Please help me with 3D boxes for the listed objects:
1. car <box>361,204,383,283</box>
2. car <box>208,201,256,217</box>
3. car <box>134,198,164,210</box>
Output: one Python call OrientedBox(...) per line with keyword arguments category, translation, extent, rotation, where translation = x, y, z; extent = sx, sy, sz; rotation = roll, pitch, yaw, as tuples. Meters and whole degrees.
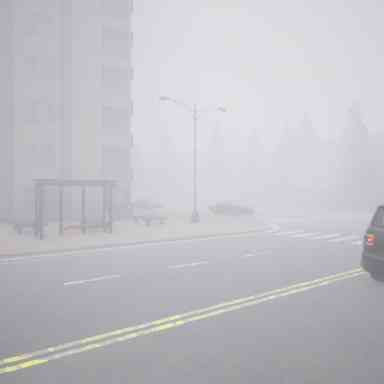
OrientedBox(category="car", translation=(6.498, 1.225, 8.392), extent=(5.566, 2.045, 2.150), rotation=(-1, 0, -36))
OrientedBox(category="car", translation=(3.673, 1.545, 30.884), extent=(1.895, 1.301, 4.718), rotation=(0, 0, -36))
OrientedBox(category="car", translation=(-5.555, 1.508, 42.569), extent=(4.181, 1.385, 1.994), rotation=(0, 0, 42))
